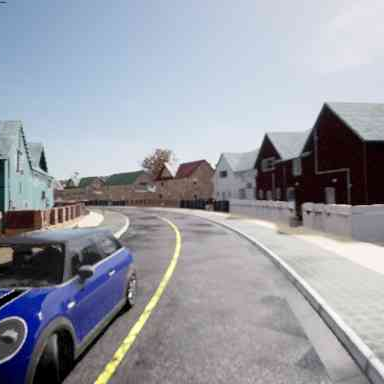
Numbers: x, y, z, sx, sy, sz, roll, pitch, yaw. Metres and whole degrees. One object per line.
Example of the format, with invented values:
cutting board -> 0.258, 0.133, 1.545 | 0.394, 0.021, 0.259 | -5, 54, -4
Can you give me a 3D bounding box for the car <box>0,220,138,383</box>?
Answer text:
car -> -2.382, 1.443, 5.142 | 2.097, 1.767, 4.553 | -2, 0, 6
